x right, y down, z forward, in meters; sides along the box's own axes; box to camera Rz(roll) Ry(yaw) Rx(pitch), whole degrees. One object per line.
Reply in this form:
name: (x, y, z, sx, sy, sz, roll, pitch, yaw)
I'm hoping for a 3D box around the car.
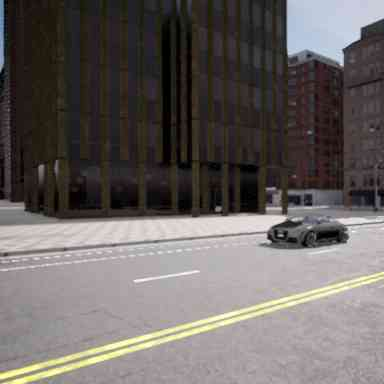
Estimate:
car: (5.462, 1.719, 15.566, 4.181, 1.385, 1.994, 1, 0, -35)
